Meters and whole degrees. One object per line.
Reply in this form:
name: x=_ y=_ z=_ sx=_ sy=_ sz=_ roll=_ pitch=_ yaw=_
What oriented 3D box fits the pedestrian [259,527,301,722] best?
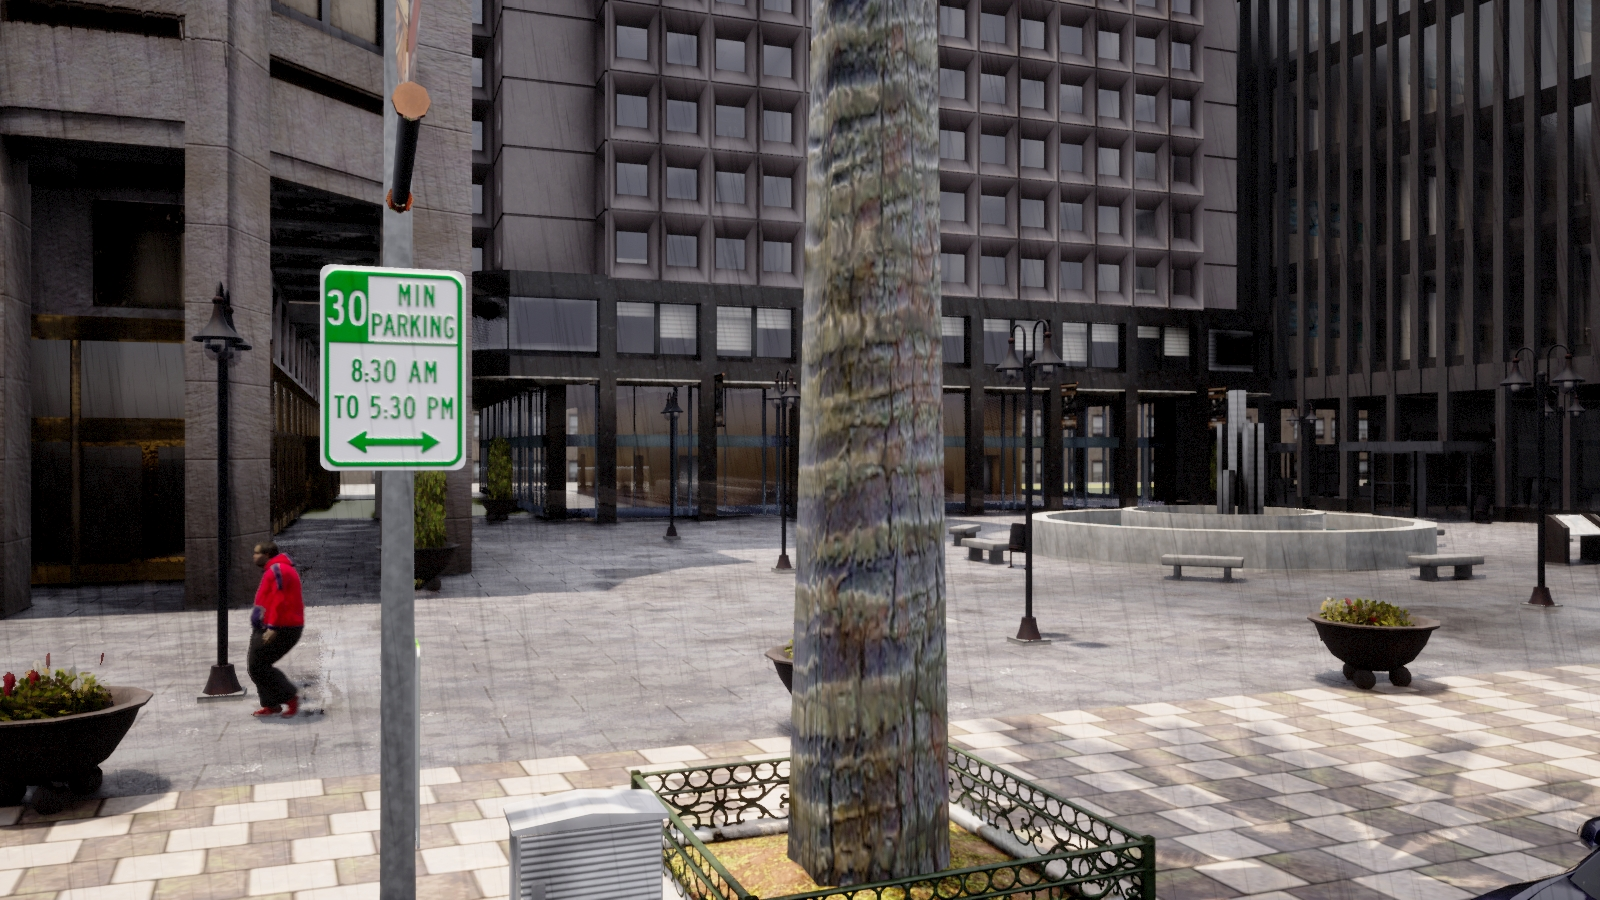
pedestrian: x=-5.146 y=1.706 z=11.320 sx=0.375 sy=1.860 sz=0.375 roll=0 pitch=0 yaw=-23
